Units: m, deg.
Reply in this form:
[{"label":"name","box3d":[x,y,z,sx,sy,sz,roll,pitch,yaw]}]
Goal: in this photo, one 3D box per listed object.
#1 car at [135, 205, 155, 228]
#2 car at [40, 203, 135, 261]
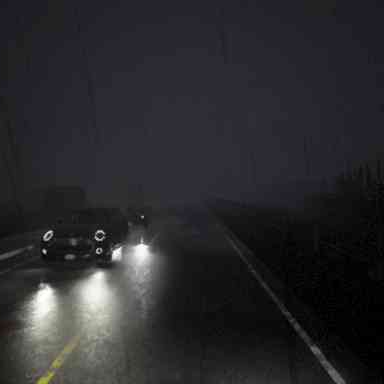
[{"label":"car","box3d":[-3.640,1.553,21.878,1.895,1.301,4.718,0,0,0]},{"label":"car","box3d":[-3.621,1.327,12.059,2.097,1.767,4.553,0,0,0]}]
